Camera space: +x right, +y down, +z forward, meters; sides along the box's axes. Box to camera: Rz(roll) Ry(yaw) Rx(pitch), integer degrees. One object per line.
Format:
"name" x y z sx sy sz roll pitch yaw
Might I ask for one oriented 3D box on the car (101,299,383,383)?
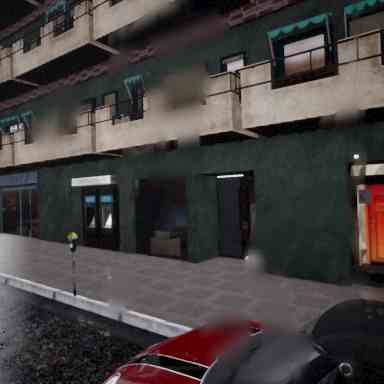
"car" 1.125 1.441 1.953 4.097 1.590 1.967 0 -2 36
